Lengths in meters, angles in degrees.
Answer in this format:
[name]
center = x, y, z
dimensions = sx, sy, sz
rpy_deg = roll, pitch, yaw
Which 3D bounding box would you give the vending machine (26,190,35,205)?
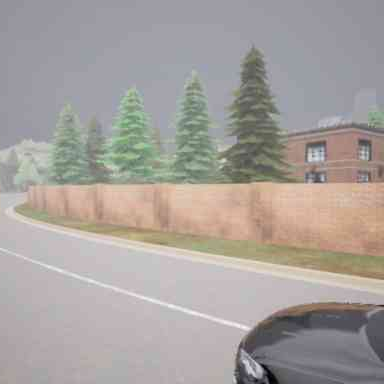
[vending machine]
center = -23.160, 0.779, 47.767
dimensions = 1.100, 2.100, 0.880
rpy_deg = 0, 0, -19

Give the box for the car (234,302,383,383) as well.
[car]
center = 2.633, 1.501, 2.225
dimensions = 4.902, 1.511, 2.128
rpy_deg = 1, 0, 35
